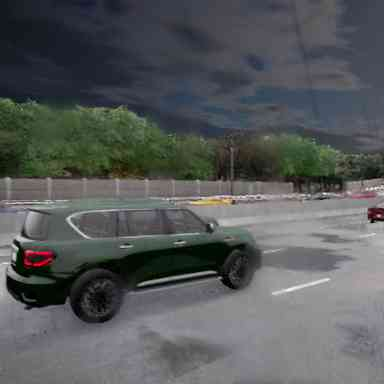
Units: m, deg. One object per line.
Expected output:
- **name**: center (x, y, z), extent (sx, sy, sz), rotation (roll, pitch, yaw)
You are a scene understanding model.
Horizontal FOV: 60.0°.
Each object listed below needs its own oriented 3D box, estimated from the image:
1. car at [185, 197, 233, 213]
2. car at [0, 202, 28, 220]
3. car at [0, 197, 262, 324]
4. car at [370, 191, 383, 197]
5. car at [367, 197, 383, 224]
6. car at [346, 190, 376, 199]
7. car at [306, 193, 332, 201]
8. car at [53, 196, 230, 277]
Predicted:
- **car**: center (1.883, 1.308, 35.352), extent (5.008, 1.535, 1.882), rotation (-1, 0, -35)
- **car**: center (-16.300, 1.543, 26.756), extent (5.357, 1.411, 2.033), rotation (0, 0, -35)
- **car**: center (-0.925, 1.216, 7.381), extent (5.566, 2.045, 2.150), rotation (0, 0, -35)
- **car**: center (25.841, 0.963, 43.505), extent (5.008, 1.535, 1.882), rotation (-1, 1, -35)
- **car**: center (13.545, 1.284, 21.920), extent (5.008, 1.535, 1.882), rotation (-1, 1, -35)
- **car**: center (23.808, 0.699, 46.354), extent (5.566, 2.045, 2.150), rotation (-1, 1, -35)
- **car**: center (19.841, 0.984, 52.122), extent (5.008, 1.535, 1.882), rotation (-1, 1, -35)
- **car**: center (-1.508, 1.210, 11.261), extent (5.566, 2.045, 2.150), rotation (0, 0, -35)
